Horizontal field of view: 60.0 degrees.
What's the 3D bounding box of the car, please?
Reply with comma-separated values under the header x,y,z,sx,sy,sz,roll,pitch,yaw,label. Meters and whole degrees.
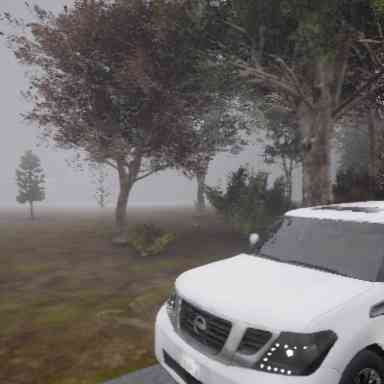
x,y,z,sx,sy,sz,roll,pitch,yaw,label
2.258,1.191,4.601,5.566,2.045,2.150,-1,1,-35,car
